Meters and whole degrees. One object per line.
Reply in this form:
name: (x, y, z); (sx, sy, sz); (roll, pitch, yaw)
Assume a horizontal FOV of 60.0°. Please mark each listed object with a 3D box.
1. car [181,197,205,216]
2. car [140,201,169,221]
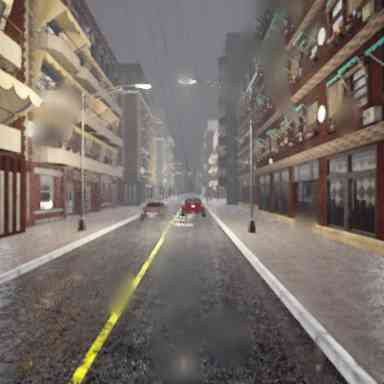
car: (0.095, 1.247, 31.081); (2.097, 1.767, 4.553); (0, 0, 0)
car: (-2.853, 1.436, 25.996); (1.812, 1.442, 4.674); (0, 0, 0)
